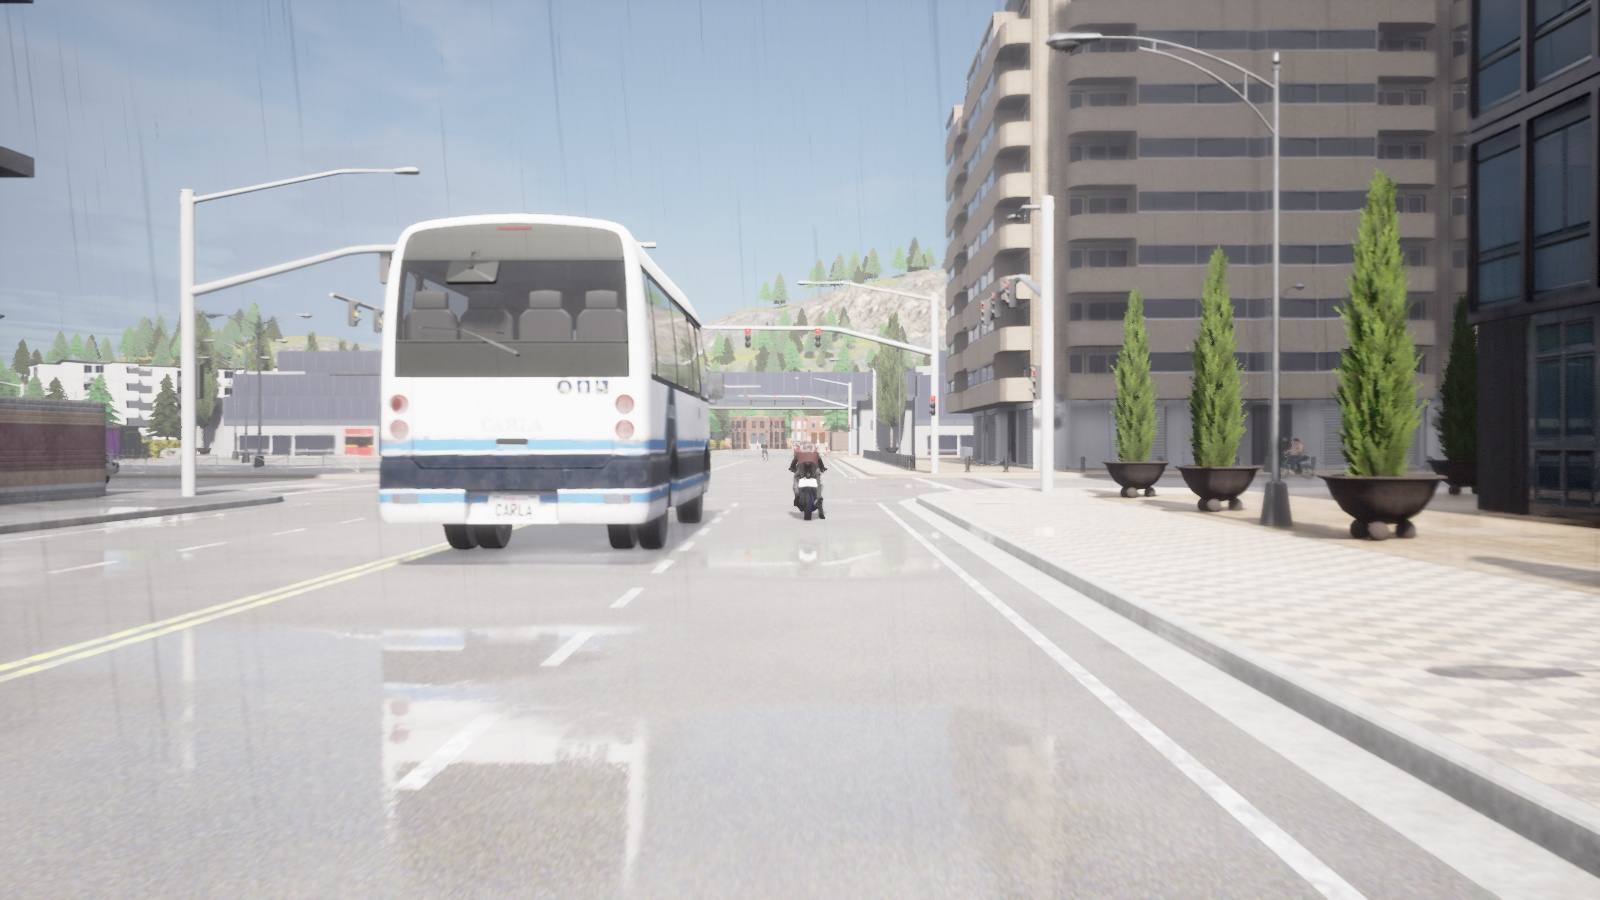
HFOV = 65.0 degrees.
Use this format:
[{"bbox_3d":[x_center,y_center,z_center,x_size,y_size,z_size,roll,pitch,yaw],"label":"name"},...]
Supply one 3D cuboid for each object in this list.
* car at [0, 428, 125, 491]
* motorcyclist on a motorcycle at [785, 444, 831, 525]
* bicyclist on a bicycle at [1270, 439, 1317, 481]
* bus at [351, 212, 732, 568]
[{"bbox_3d":[-23.236,0.275,37.980,4.605,1.855,1.932,0,0,0],"label":"car"},{"bbox_3d":[0.156,0.642,24.836,0.866,1.530,2.191,0,0,0],"label":"motorcyclist on a motorcycle"},{"bbox_3d":[19.131,0.368,48.696,1.509,1.612,0.866,0,0,1],"label":"bicyclist on a bicycle"},{"bbox_3d":[-3.370,-0.746,20.160,3.944,4.253,10.273,0,0,0],"label":"bus"}]
